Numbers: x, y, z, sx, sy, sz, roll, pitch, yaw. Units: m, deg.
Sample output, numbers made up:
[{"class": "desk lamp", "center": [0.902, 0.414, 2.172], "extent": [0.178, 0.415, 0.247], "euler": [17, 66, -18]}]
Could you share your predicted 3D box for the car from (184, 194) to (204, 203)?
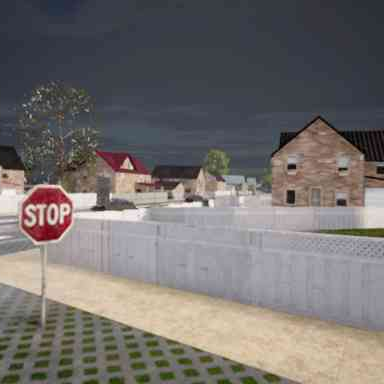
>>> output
[{"class": "car", "center": [0.433, 1.112, 54.104], "extent": [2.033, 1.411, 5.357], "euler": [2, 1, 19]}]

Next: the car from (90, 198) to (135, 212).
[{"class": "car", "center": [-7.301, 1.285, 31.246], "extent": [2.033, 1.411, 5.357], "euler": [2, 1, 19]}]
